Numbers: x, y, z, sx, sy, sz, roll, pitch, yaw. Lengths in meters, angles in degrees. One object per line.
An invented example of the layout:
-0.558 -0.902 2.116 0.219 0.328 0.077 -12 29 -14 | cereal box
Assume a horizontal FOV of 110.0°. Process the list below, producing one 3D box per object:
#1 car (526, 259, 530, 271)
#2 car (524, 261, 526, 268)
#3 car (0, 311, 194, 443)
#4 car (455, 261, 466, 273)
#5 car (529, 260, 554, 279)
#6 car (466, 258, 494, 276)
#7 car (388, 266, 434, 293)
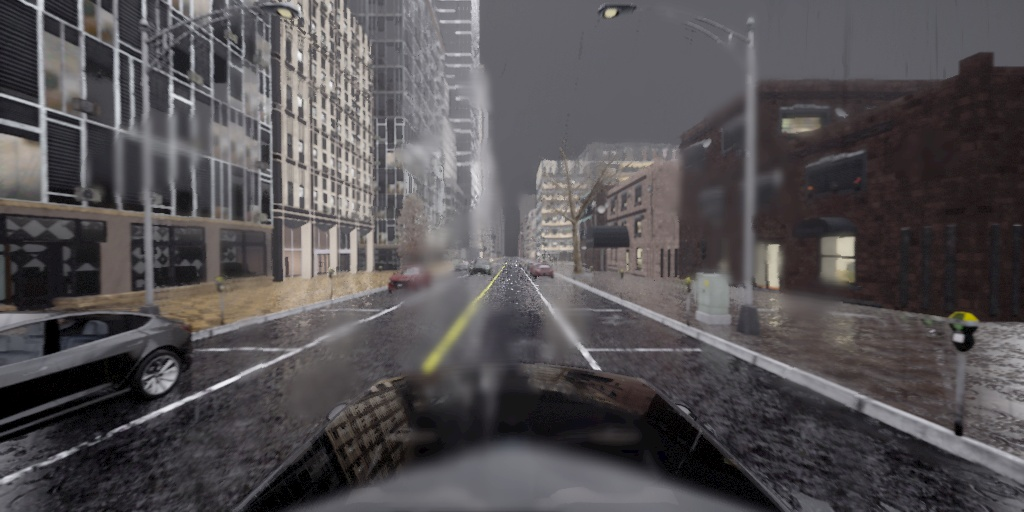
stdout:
2.765 1.261 37.502 1.888 1.381 4.507 0 0 0 | car
2.828 1.256 48.790 2.007 1.370 4.403 0 0 0 | car
-5.691 1.314 3.698 1.948 1.339 4.313 0 0 0 | car
-5.786 1.261 43.204 2.007 1.370 4.403 0 0 0 | car
2.729 1.303 31.857 1.802 1.307 4.207 0 0 0 | car
-3.085 1.069 36.187 2.097 1.767 4.553 0 0 0 | car
-5.687 1.277 20.629 1.888 1.381 4.507 0 0 0 | car
